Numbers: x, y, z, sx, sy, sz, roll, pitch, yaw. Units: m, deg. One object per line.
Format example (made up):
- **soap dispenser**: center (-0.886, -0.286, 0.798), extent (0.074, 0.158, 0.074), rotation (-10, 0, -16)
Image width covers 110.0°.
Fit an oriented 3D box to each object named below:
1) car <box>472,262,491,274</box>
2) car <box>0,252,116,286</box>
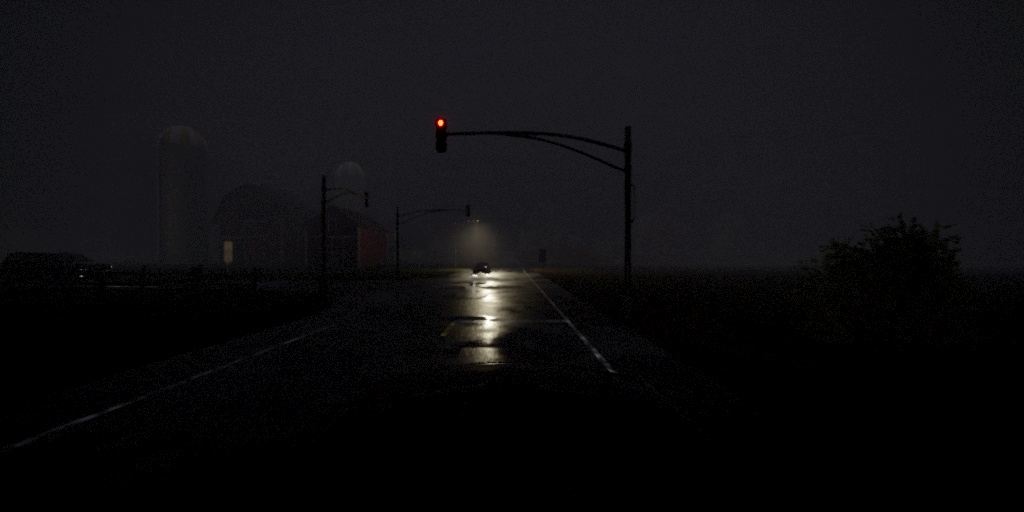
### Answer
- **car**: center (-3.506, 1.426, 42.273), extent (1.812, 1.442, 4.674), rotation (0, 1, 0)
- **car**: center (-28.955, 0.788, 22.927), extent (5.566, 2.045, 2.150), rotation (1, 0, 0)
